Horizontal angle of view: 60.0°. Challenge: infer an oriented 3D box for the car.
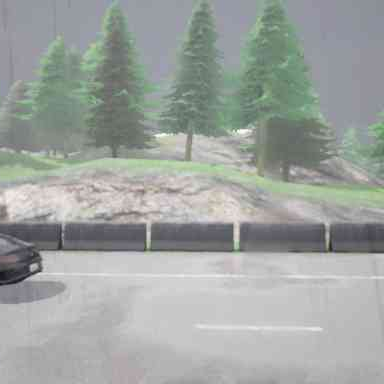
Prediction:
[{"bbox_3d":[-5.952,1.589,7.838,4.674,1.442,1.812,0,0,3],"label":"car"}]
